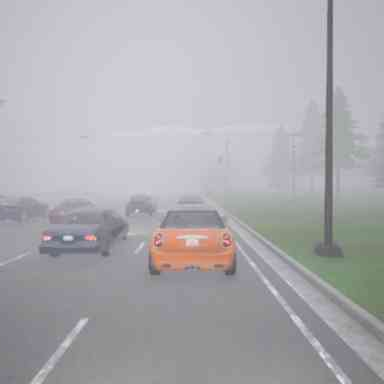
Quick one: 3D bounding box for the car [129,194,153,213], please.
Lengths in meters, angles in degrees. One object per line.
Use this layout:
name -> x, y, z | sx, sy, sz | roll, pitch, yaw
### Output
car -> -3.592, 0.920, 24.128 | 1.837, 1.490, 4.892 | 0, 1, 0

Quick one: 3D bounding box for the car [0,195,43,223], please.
car -> -10.560, 0.993, 20.426 | 1.882, 1.535, 5.008 | 0, 1, 0

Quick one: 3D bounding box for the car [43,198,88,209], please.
car -> -7.062, 1.076, 20.347 | 1.994, 1.385, 4.181 | 0, 1, 0

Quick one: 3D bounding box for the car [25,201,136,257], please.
car -> -3.466, 1.264, 11.658 | 2.033, 1.411, 5.357 | 0, 1, -1

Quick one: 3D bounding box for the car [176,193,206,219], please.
car -> -0.086, 0.897, 23.710 | 1.882, 1.535, 5.008 | 0, 1, 0

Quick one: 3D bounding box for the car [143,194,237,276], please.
car -> 0.026, 1.113, 9.683 | 2.097, 1.767, 4.553 | 0, 1, 0
